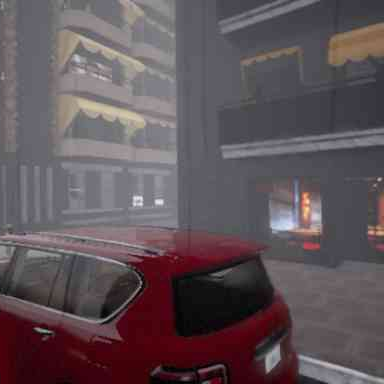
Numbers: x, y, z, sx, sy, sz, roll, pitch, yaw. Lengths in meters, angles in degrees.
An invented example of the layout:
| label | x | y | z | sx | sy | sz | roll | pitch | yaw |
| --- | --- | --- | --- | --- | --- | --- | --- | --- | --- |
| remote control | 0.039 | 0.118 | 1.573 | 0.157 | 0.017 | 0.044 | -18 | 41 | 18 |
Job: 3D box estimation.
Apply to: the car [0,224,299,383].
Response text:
| label | x | y | z | sx | sy | sz | roll | pitch | yaw |
| --- | --- | --- | --- | --- | --- | --- | --- | --- | --- |
| car | -1.346 | 1.310 | 3.855 | 5.009 | 1.841 | 2.192 | 0 | -1 | 36 |
